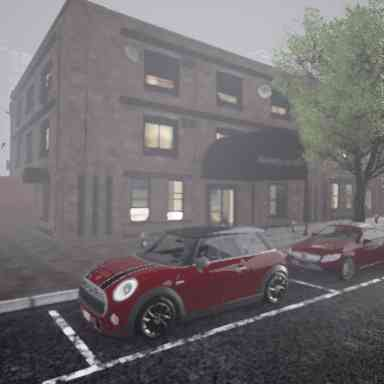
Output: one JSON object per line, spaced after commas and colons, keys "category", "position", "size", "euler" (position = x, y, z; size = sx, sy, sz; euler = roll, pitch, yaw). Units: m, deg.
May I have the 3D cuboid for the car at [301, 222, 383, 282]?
{"category": "car", "position": [4.580, 1.578, 9.770], "size": [4.206, 1.307, 1.802], "euler": [0, 1, -35]}

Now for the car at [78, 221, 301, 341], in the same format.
{"category": "car", "position": [-0.048, 1.439, 6.466], "size": [4.097, 1.590, 1.967], "euler": [0, 1, -35]}
